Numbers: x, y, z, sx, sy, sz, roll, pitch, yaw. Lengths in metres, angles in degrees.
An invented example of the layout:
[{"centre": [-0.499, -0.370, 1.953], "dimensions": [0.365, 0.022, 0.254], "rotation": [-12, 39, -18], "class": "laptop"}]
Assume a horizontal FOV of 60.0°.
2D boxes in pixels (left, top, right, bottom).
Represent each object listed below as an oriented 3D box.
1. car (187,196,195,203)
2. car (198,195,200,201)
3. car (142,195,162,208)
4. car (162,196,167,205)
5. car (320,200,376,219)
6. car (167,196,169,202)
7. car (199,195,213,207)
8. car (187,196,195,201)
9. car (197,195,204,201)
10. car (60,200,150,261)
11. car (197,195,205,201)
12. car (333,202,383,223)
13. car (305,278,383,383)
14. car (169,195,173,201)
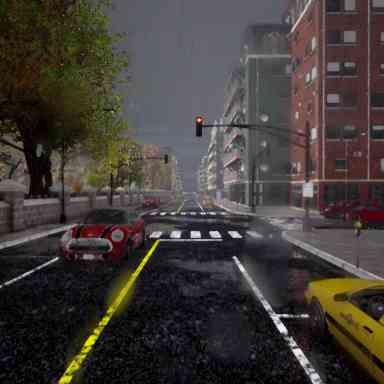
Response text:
[{"centre": [-0.255, 1.577, 72.325], "dimensions": [2.033, 1.411, 5.357], "rotation": [0, 0, 0], "class": "car"}, {"centre": [2.480, 1.568, 58.094], "dimensions": [1.887, 1.381, 4.507], "rotation": [0, 0, 0], "class": "car"}, {"centre": [-5.862, 1.329, 46.994], "dimensions": [2.192, 1.841, 5.009], "rotation": [0, 0, 0], "class": "car"}, {"centre": [-5.901, 1.463, 58.064], "dimensions": [1.967, 1.590, 4.097], "rotation": [0, 0, 0], "class": "car"}, {"centre": [14.506, 1.594, 30.493], "dimensions": [5.009, 1.841, 2.192], "rotation": [1, -1, 0], "class": "car"}, {"centre": [-5.920, 1.573, 63.599], "dimensions": [1.887, 1.381, 4.507], "rotation": [0, 0, 0], "class": "car"}, {"centre": [2.499, 1.544, 52.729], "dimensions": [1.752, 1.417, 4.829], "rotation": [0, 0, 0], "class": "car"}, {"centre": [-0.294, 1.600, 82.736], "dimensions": [1.994, 1.385, 4.181], "rotation": [0, 0, 0], "class": "car"}, {"centre": [2.361, 1.603, 91.305], "dimensions": [1.887, 1.381, 4.507], "rotation": [0, 0, 0], "class": "car"}, {"centre": [-3.041, 1.352, 12.211], "dimensions": [2.097, 1.767, 4.553], "rotation": [0, 0, 2], "class": "car"}, {"centre": [2.381, 1.596, 85.770], "dimensions": [1.887, 1.381, 4.507], "rotation": [0, 0, 0], "class": "car"}, {"centre": [14.564, 1.854, 27.889], "dimensions": [4.181, 1.385, 1.994], "rotation": [1, 0, -1], "class": "car"}, {"centre": [2.676, 1.525, 3.629], "dimensions": [1.752, 1.417, 4.829], "rotation": [0, 0, 0], "class": "car"}, {"centre": [-5.960, 1.621, 74.669], "dimensions": [1.802, 1.307, 4.206], "rotation": [0, 0, 0], "class": "car"}]
